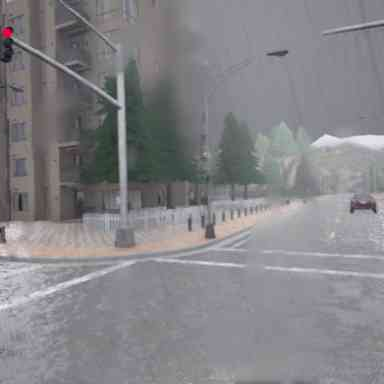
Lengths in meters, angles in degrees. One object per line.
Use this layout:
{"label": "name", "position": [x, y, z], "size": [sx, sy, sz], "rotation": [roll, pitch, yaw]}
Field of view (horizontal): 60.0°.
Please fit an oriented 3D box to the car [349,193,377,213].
{"label": "car", "position": [15.648, 0.913, 30.571], "size": [2.097, 1.767, 4.553], "rotation": [-2, 0, 25]}
